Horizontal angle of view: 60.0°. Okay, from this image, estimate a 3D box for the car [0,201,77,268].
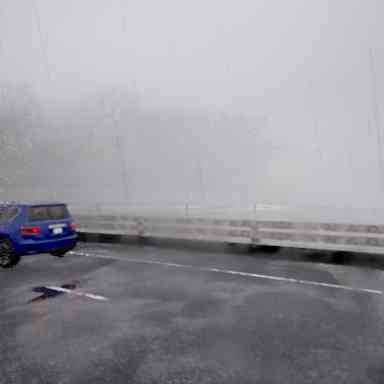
[{"bbox_3d":[-6.612,1.346,11.901,5.566,2.045,2.150,-1,0,29],"label":"car"}]
